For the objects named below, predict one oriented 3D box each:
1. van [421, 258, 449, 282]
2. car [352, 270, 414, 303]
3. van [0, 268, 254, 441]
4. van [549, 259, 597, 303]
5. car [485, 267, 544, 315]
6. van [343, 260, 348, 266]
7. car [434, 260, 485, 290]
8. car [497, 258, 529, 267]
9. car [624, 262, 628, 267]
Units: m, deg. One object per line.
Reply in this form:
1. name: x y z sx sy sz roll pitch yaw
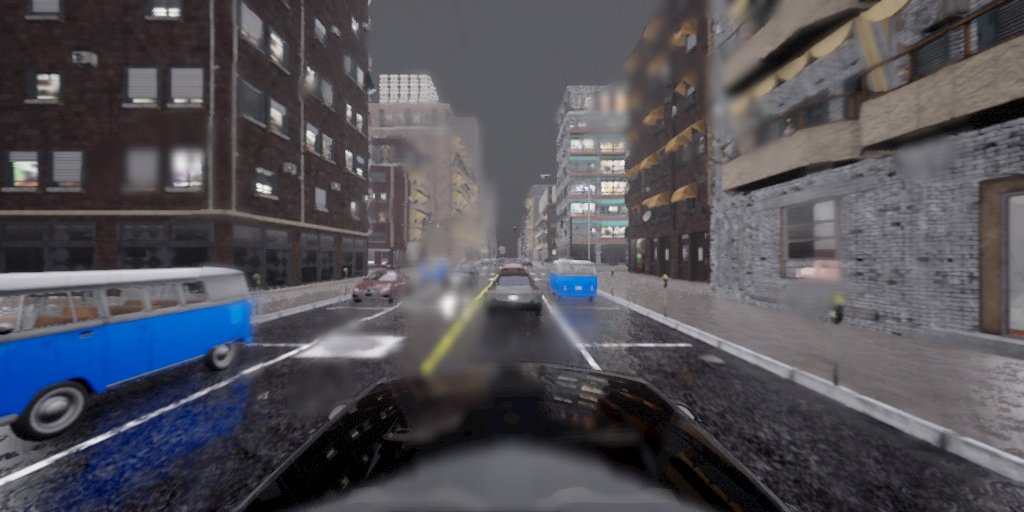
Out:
1. van: -5.808 1.044 27.594 1.690 1.789 3.998 0 0 0
2. car: -5.694 1.305 16.326 1.802 1.307 4.207 0 0 0
3. van: -5.692 1.085 5.053 1.690 1.789 3.998 0 0 0
4. van: 2.687 1.064 16.323 1.690 1.789 3.998 0 0 0
5. car: 0.082 1.292 13.372 1.994 1.385 4.181 0 0 0
6. van: -25.377 1.411 50.842 3.998 1.789 1.690 0 0 0
7. car: -3.091 1.204 22.259 2.128 1.511 4.902 0 0 0
8. car: 0.077 1.181 27.433 1.882 1.535 5.008 0 0 0
9. car: 18.260 0.925 51.054 4.313 1.339 1.948 0 0 0
